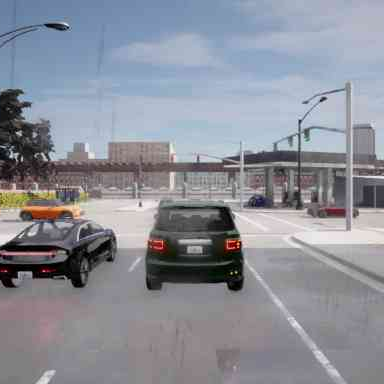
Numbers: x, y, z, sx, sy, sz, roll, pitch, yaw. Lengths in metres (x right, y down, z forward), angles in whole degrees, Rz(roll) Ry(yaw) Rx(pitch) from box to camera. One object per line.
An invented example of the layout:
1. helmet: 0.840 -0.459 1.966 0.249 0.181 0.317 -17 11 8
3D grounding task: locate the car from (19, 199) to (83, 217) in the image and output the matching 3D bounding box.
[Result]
1. car: -10.626 1.352 25.552 4.553 1.767 2.097 0 0 1

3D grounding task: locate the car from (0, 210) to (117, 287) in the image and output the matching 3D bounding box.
1. car: -3.430 1.492 9.274 2.128 1.511 4.902 0 0 0

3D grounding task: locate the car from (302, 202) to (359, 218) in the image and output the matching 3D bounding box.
1. car: 12.357 1.564 29.245 4.181 1.385 1.994 0 0 -1

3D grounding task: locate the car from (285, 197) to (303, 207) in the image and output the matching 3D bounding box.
1. car: 15.398 1.456 50.142 1.970 1.475 3.806 0 0 0

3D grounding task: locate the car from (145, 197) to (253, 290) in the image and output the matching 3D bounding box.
1. car: 0.074 1.221 9.190 2.150 2.045 5.566 0 0 0

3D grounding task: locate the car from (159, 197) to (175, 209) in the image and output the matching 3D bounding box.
1. car: -3.461 1.505 46.461 1.837 1.490 4.892 0 0 0

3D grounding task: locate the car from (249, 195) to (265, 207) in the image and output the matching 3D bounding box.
1. car: 9.654 1.295 49.373 2.242 1.667 4.611 0 0 0
